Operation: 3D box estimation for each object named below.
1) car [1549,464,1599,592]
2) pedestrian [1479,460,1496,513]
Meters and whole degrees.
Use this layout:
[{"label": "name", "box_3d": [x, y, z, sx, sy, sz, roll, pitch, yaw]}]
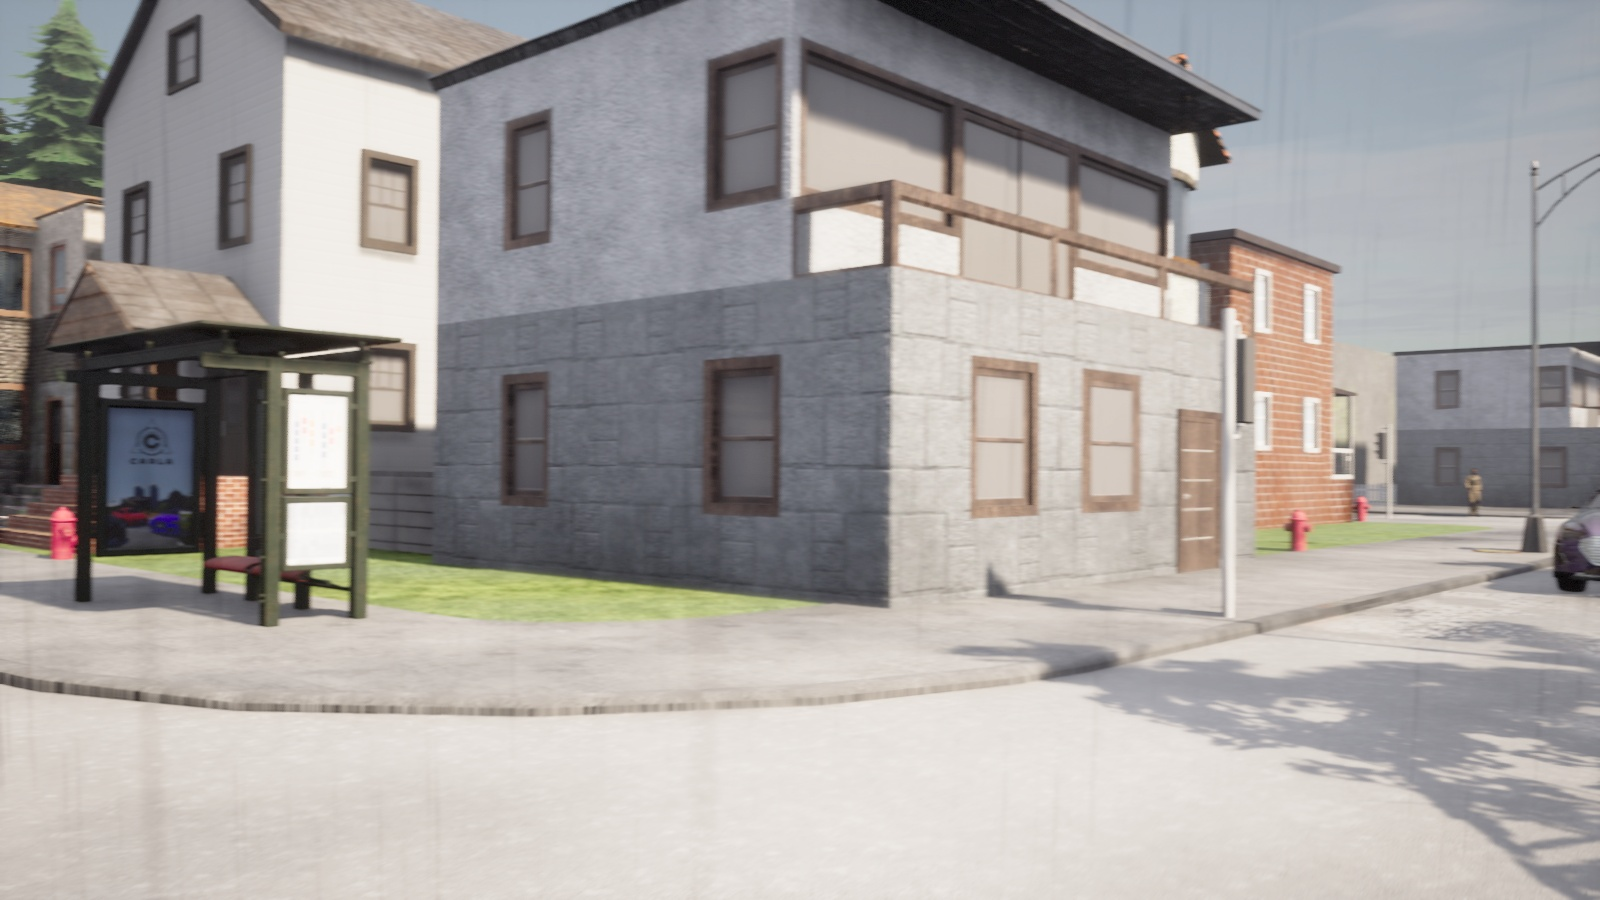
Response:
[{"label": "car", "box_3d": [12.224, 1.024, 17.562, 2.033, 1.649, 4.856, -1, -1, 43]}, {"label": "pedestrian", "box_3d": [25.115, 1.335, 45.875, 0.396, 1.930, 0.692, 0, -1, 15]}]
